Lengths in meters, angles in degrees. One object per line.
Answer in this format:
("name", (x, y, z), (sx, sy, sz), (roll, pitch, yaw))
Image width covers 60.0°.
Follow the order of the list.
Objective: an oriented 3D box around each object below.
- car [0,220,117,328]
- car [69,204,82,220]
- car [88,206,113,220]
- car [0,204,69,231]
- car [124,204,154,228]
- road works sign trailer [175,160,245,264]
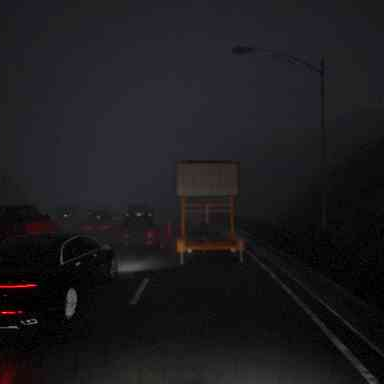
("car", (-3.015, 1.615, 7.276), (1.837, 1.490, 4.892), (0, -1, 1))
("car", (-12.445, 2.003, 33.920), (1.837, 1.490, 4.892), (0, 0, -11))
("car", (-8.182, 1.942, 29.973), (1.812, 1.442, 4.674), (0, -1, -9))
("car", (-6.482, 1.410, 11.594), (2.150, 2.045, 5.566), (0, -1, -1))
("car", (-4.005, 1.682, 25.484), (2.097, 1.767, 4.553), (0, -1, -7))
("road works sign trailer", (0.570, 0.607, 12.493), (2.380, 3.560, 2.880), (0, -1, -3))
